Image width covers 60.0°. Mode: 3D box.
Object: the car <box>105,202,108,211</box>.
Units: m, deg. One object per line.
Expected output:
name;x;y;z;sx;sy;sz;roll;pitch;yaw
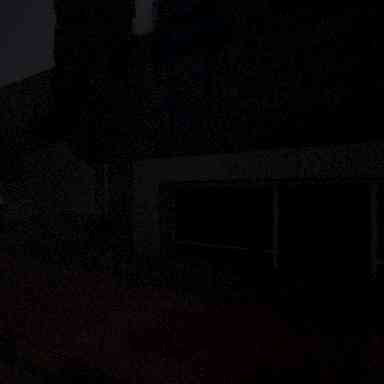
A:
car;-8.922;1.504;40.995;1.837;1.490;4.892;0;0;36

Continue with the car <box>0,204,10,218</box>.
car;-18.205;1.477;28.108;1.882;1.535;5.008;0;0;36
